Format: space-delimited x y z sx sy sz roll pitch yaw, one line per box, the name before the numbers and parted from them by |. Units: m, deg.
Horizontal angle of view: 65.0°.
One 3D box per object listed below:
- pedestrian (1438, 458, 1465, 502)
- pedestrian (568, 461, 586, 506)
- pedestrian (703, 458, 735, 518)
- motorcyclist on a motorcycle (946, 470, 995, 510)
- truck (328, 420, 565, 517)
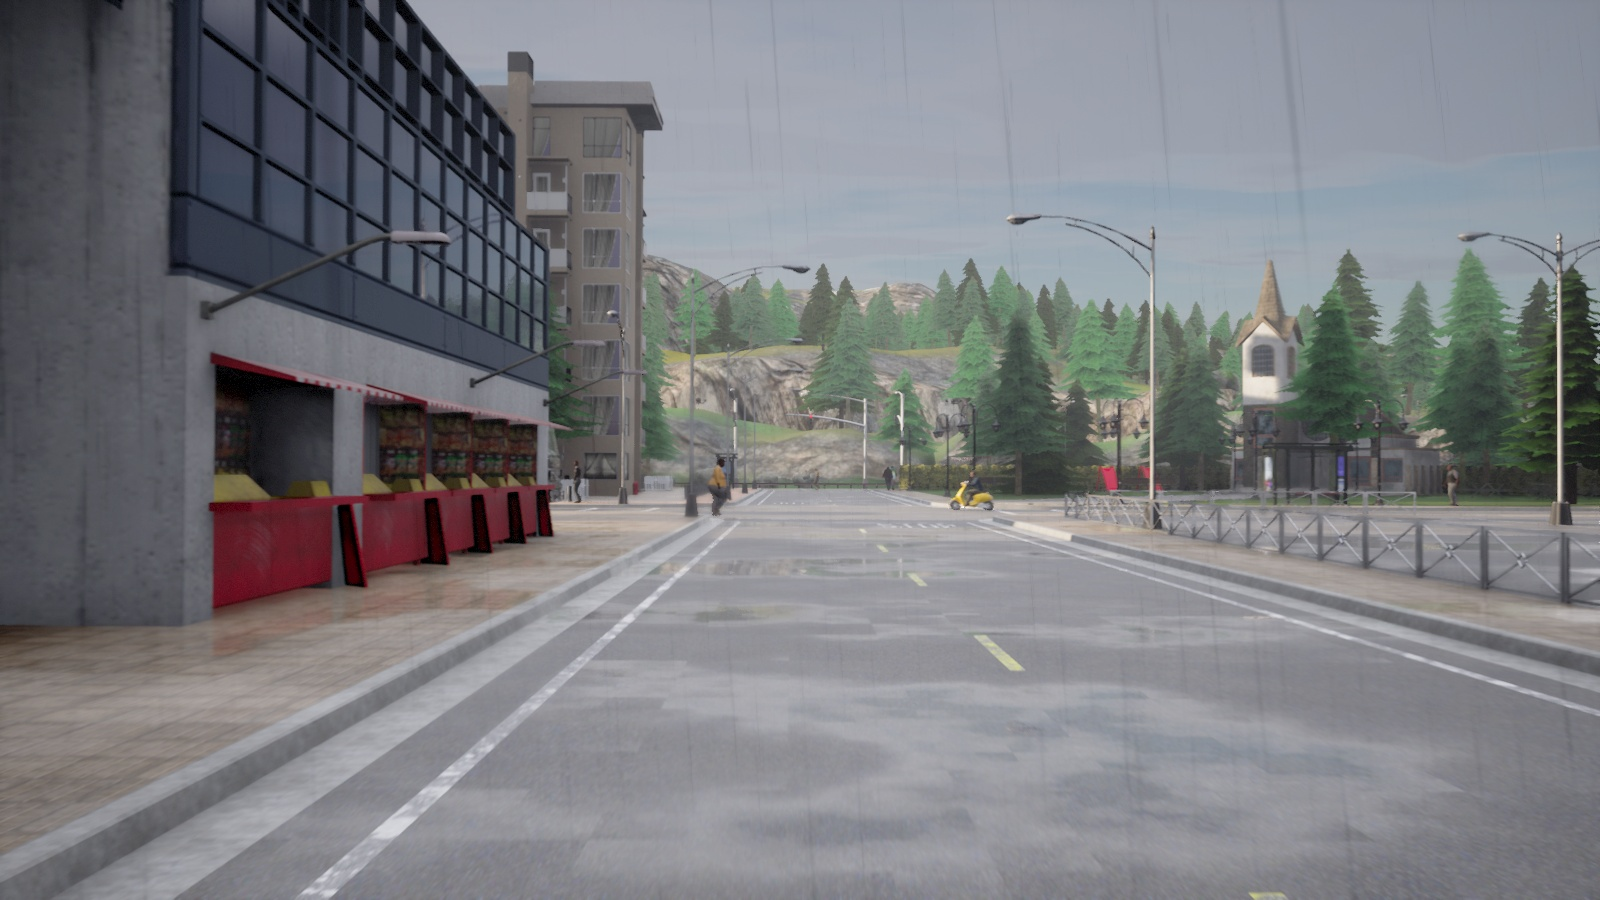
pedestrian | 28.000 1.277 53.958 0.849 1.883 0.563 0 -1 -3
pedestrian | -9.554 1.425 53.848 0.666 1.930 0.402 0 -1 7
pedestrian | -2.542 1.188 39.554 0.900 1.855 0.874 0 -1 -11
motorcyclist on a motorcycle | 6.821 1.596 50.188 1.817 1.590 0.866 0 -1 -1
truck | -12.938 0.678 46.454 7.936 3.462 2.891 0 -1 -1
